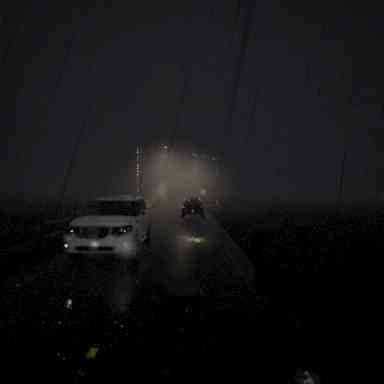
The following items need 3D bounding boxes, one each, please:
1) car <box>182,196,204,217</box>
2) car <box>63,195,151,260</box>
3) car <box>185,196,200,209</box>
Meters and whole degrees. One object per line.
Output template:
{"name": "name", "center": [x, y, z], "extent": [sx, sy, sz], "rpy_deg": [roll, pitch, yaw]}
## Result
{"name": "car", "center": [0.060, 1.384, 29.708], "extent": [1.812, 1.442, 4.674], "rpy_deg": [0, 0, 0]}
{"name": "car", "center": [-2.854, 1.165, 12.494], "extent": [2.150, 2.045, 5.566], "rpy_deg": [0, 0, 0]}
{"name": "car", "center": [0.042, 1.267, 43.229], "extent": [1.882, 1.535, 5.008], "rpy_deg": [0, 0, 0]}
